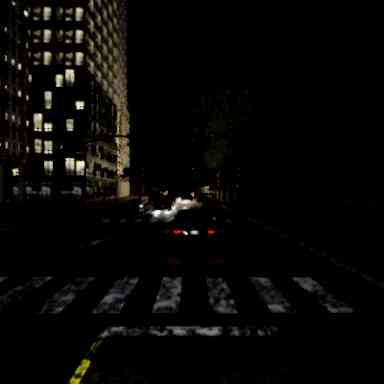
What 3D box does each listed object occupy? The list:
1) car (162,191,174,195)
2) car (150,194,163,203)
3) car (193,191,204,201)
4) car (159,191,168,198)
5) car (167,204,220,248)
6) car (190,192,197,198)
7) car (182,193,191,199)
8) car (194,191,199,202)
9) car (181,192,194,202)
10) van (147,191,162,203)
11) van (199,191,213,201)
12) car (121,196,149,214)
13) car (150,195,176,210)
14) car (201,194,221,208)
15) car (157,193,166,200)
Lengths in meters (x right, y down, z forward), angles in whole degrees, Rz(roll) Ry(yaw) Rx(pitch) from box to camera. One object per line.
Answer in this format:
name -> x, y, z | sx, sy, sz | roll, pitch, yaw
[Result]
car -> -3.533, 1.095, 54.364 | 2.128, 1.511, 4.902 | 0, 0, -1
car -> -6.311, 1.113, 58.981 | 1.887, 1.381, 4.507 | 0, 0, -2
car -> 1.347, 0.793, 70.378 | 2.192, 1.841, 5.009 | 0, 0, -2
car -> -7.337, 0.664, 86.700 | 2.192, 1.841, 5.009 | 0, 0, -2
car -> 0.064, 1.439, 14.073 | 2.033, 1.411, 5.357 | 0, 0, 0
car -> 0.420, 0.824, 92.721 | 1.752, 1.417, 4.829 | 0, 0, -3
car -> -1.281, 0.893, 72.077 | 1.895, 1.301, 4.718 | 0, 0, -2
car -> 1.704, 1.088, 59.459 | 1.752, 1.417, 4.829 | 0, 0, -2
car -> -0.939, 0.896, 62.008 | 2.097, 1.767, 4.553 | 0, 0, -2
van -> -6.154, 0.952, 53.435 | 1.690, 1.788, 3.998 | 0, 0, -2
van -> 2.133, 1.032, 42.660 | 1.690, 1.788, 3.998 | 0, 0, -1
car -> -5.540, 1.327, 31.261 | 2.008, 1.369, 4.403 | 0, 0, -1
car -> -3.171, 1.298, 36.889 | 1.994, 1.385, 4.181 | 0, 0, -1
car -> 2.240, 1.256, 37.288 | 1.752, 1.417, 4.829 | 0, 0, -1
car -> -6.879, 1.020, 75.617 | 1.802, 1.307, 4.206 | 0, 0, -2
